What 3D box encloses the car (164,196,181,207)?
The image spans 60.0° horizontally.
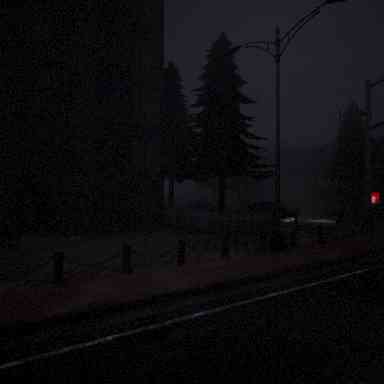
[{"bbox_3d":[-3.666,1.616,50.411,1.895,1.301,4.718,0,0,-34],"label":"car"}]

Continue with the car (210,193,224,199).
[{"bbox_3d":[7.161,1.092,94.470,1.905,1.878,3.866,0,0,-37],"label":"car"}]

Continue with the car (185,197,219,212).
[{"bbox_3d":[1.230,1.579,37.672,1.994,1.385,4.181,0,0,-37],"label":"car"}]

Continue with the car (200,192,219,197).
[{"bbox_3d":[5.073,1.112,92.407,1.932,1.855,4.605,0,0,-37],"label":"car"}]

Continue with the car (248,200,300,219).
[{"bbox_3d":[7.232,1.493,29.722,1.882,1.535,5.008,0,0,-37],"label":"car"}]

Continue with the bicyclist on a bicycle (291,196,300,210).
[{"bbox_3d":[11.403,1.316,36.604,1.656,1.620,0.582,0,0,-37],"label":"bicyclist on a bicycle"}]
